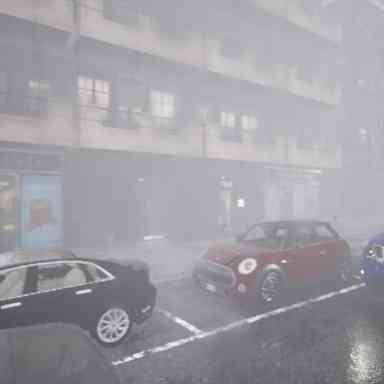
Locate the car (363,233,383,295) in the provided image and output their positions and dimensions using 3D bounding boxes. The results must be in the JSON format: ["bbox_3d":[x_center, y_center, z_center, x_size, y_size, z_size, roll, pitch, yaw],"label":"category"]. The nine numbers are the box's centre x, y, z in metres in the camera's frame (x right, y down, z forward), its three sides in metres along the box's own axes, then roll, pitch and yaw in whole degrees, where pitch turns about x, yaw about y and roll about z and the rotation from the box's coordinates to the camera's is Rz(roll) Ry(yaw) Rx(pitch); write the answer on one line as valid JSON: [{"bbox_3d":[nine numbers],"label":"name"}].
[{"bbox_3d":[6.147,1.220,7.644,5.566,2.045,2.150,0,0,-36],"label":"car"}]

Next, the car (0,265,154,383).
[{"bbox_3d":[-2.853,1.548,1.335,5.357,1.411,2.033,0,0,-35],"label":"car"}]

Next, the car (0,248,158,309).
[{"bbox_3d":[-2.609,1.551,4.695,4.403,1.369,2.008,0,0,-36],"label":"car"}]

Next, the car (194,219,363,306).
[{"bbox_3d":[2.016,1.439,7.996,4.097,1.590,1.967,0,0,-36],"label":"car"}]
